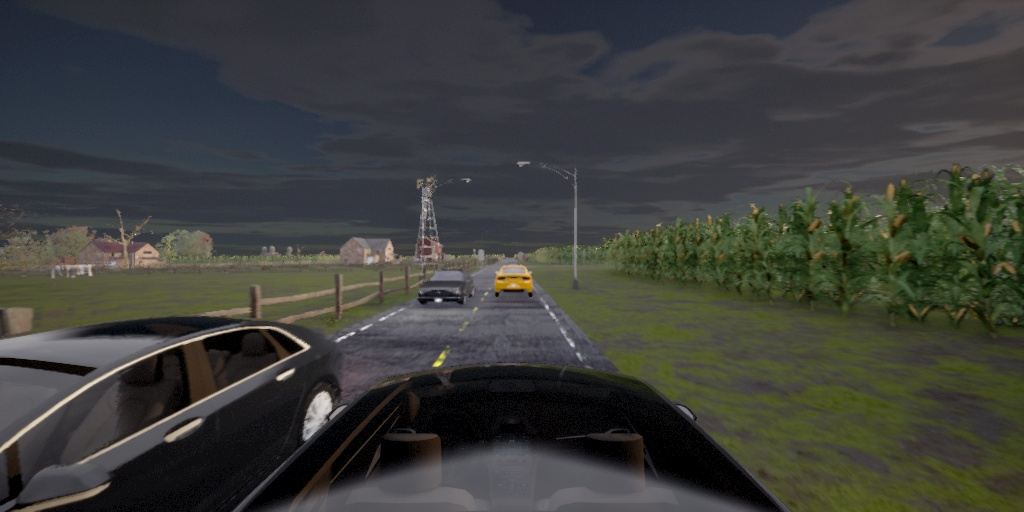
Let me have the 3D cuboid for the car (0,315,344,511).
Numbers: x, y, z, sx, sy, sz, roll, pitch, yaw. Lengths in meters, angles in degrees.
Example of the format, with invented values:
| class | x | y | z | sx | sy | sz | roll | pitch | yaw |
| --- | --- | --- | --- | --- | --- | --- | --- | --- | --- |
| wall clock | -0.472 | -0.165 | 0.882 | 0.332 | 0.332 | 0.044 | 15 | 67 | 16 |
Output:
| class | x | y | z | sx | sy | sz | roll | pitch | yaw |
| --- | --- | --- | --- | --- | --- | --- | --- | --- | --- |
| car | -2.842 | 1.256 | 2.212 | 1.837 | 1.490 | 4.892 | 0 | 0 | 0 |

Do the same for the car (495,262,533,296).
| class | x | y | z | sx | sy | sz | roll | pitch | yaw |
| --- | --- | --- | --- | --- | --- | --- | --- | --- | --- |
| car | 0.091 | 1.244 | 19.544 | 1.882 | 1.535 | 5.008 | 0 | 0 | 0 |

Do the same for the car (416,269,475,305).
| class | x | y | z | sx | sy | sz | roll | pitch | yaw |
| --- | --- | --- | --- | --- | --- | --- | --- | --- | --- |
| car | -2.789 | 1.311 | 16.315 | 2.033 | 1.411 | 5.357 | 0 | 0 | 1 |
